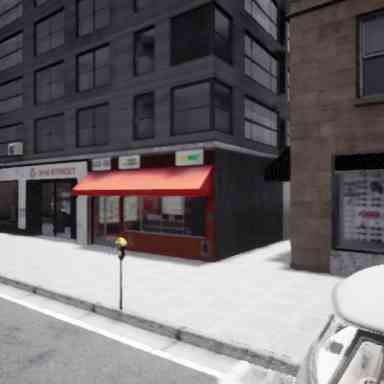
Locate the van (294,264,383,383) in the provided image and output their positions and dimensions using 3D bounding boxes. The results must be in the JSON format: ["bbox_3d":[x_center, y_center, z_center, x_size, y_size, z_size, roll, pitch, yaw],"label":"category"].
[{"bbox_3d":[2.323,1.339,1.155,3.998,1.788,1.690,0,0,35],"label":"van"}]
